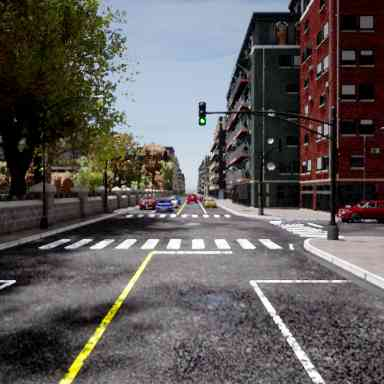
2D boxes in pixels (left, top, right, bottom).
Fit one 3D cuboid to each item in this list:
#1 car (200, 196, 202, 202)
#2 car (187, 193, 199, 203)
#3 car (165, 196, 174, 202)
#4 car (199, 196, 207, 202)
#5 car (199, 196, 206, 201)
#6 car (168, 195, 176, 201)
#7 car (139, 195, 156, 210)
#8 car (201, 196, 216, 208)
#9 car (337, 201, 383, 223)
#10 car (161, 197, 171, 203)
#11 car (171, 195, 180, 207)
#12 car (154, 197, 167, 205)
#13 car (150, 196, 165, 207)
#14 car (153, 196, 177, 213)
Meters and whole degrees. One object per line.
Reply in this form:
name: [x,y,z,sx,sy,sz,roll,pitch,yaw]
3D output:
car: [2.743,1.615,54.943,1.887,1.381,4.507,0,0,0]
car: [0.071,1.318,69.222,2.150,2.045,5.566,0,0,0]
car: [-5.610,1.704,82.627,1.802,1.307,4.206,0,0,0]
car: [2.770,1.667,82.619,1.887,1.381,4.507,0,0,0]
car: [2.775,1.679,88.154,1.887,1.381,4.507,0,0,0]
car: [-5.600,1.671,93.527,1.752,1.417,4.829,0,0,0]
car: [-5.649,1.367,43.881,2.192,1.841,5.009,0,0,0]
car: [2.737,1.587,49.578,1.752,1.417,4.829,0,0,0]
car: [14.644,1.617,27.288,5.009,1.841,2.192,1,-1,0]
car: [-5.621,1.683,71.556,1.802,1.307,4.206,0,0,0]
car: [-3.060,1.585,48.002,1.812,1.442,4.674,0,0,1]
car: [-5.632,1.625,60.486,1.887,1.381,4.507,0,0,0]
car: [-5.638,1.511,54.951,1.967,1.590,4.097,0,0,0]
car: [-3.061,1.569,38.278,1.812,1.442,4.674,0,0,0]
